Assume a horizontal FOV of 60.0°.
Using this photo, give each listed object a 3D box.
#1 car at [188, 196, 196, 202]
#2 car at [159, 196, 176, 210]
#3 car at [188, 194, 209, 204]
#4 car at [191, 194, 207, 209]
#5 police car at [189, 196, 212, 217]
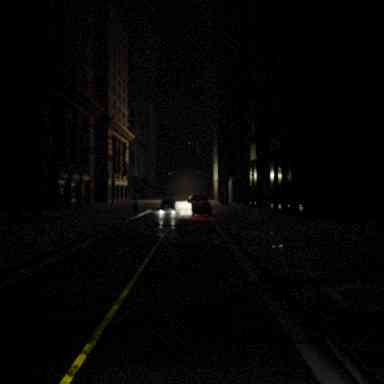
[{"bbox_3d":[0.030,1.651,83.533,2.033,1.411,5.357,0,0,0],"label":"car"},{"bbox_3d":[-3.074,1.585,43.229,1.837,1.490,4.892,0,-1,0],"label":"car"},{"bbox_3d":[0.916,1.301,42.461,2.150,2.045,5.566,0,0,0],"label":"car"},{"bbox_3d":[0.918,1.319,48.462,2.150,2.045,5.566,0,0,0],"label":"car"},{"bbox_3d":[0.912,1.474,32.541,1.930,1.638,5.238,0,0,0],"label":"police car"}]
